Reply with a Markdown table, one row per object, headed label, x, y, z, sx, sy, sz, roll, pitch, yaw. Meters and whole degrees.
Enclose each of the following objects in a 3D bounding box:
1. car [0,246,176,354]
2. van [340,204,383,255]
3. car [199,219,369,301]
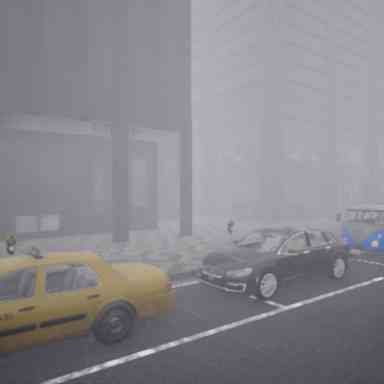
| label | x | y | z | sx | sy | sz | roll | pitch | yaw |
| --- | --- | --- | --- | --- | --- | --- | --- | --- | --- |
| car | -2.551 | 1.524 | 4.833 | 4.829 | 1.417 | 1.752 | 0 | 0 | -36 |
| van | 6.764 | 1.317 | 11.479 | 3.998 | 1.788 | 1.690 | 0 | 0 | -36 |
| car | 2.176 | 1.537 | 8.205 | 4.403 | 1.369 | 2.008 | 0 | 0 | -36 |
